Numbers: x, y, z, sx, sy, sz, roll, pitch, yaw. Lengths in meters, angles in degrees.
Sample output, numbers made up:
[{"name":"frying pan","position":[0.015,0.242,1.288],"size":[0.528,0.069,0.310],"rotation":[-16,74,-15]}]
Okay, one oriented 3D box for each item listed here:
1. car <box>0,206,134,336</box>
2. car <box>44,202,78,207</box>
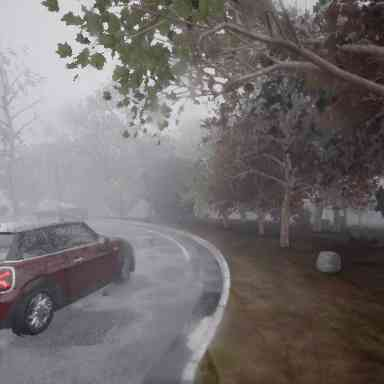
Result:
[{"name":"car","position":[-2.968,1.345,7.011],"size":[2.097,1.767,4.553],"rotation":[0,0,15]},{"name":"car","position":[-9.255,1.456,23.064],"size":[5.008,1.535,1.882],"rotation":[-1,-1,38]}]
